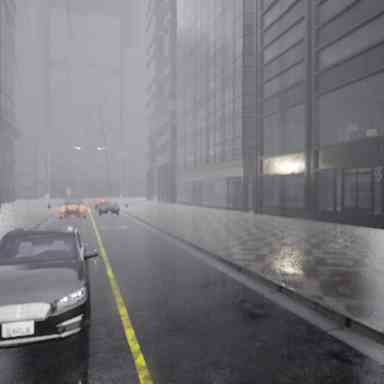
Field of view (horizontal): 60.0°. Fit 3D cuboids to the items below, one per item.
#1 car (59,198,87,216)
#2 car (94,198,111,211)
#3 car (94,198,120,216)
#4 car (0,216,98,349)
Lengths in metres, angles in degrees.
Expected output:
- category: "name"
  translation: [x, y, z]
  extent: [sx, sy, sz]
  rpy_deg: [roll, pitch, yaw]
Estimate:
- category: "car"
  translation: [-10.036, 1.339, 28.159]
  extent: [2.097, 1.767, 4.553]
  rpy_deg: [0, 0, -18]
- category: "car"
  translation: [-11.480, 1.502, 42.492]
  extent: [1.812, 1.442, 4.674]
  rpy_deg: [0, 0, -18]
- category: "car"
  translation: [-8.253, 1.582, 32.644]
  extent: [1.895, 1.301, 4.718]
  rpy_deg: [0, 0, -18]
- category: "car"
  translation: [-2.986, 1.488, 6.584]
  extent: [2.128, 1.511, 4.902]
  rpy_deg: [0, 0, -18]
